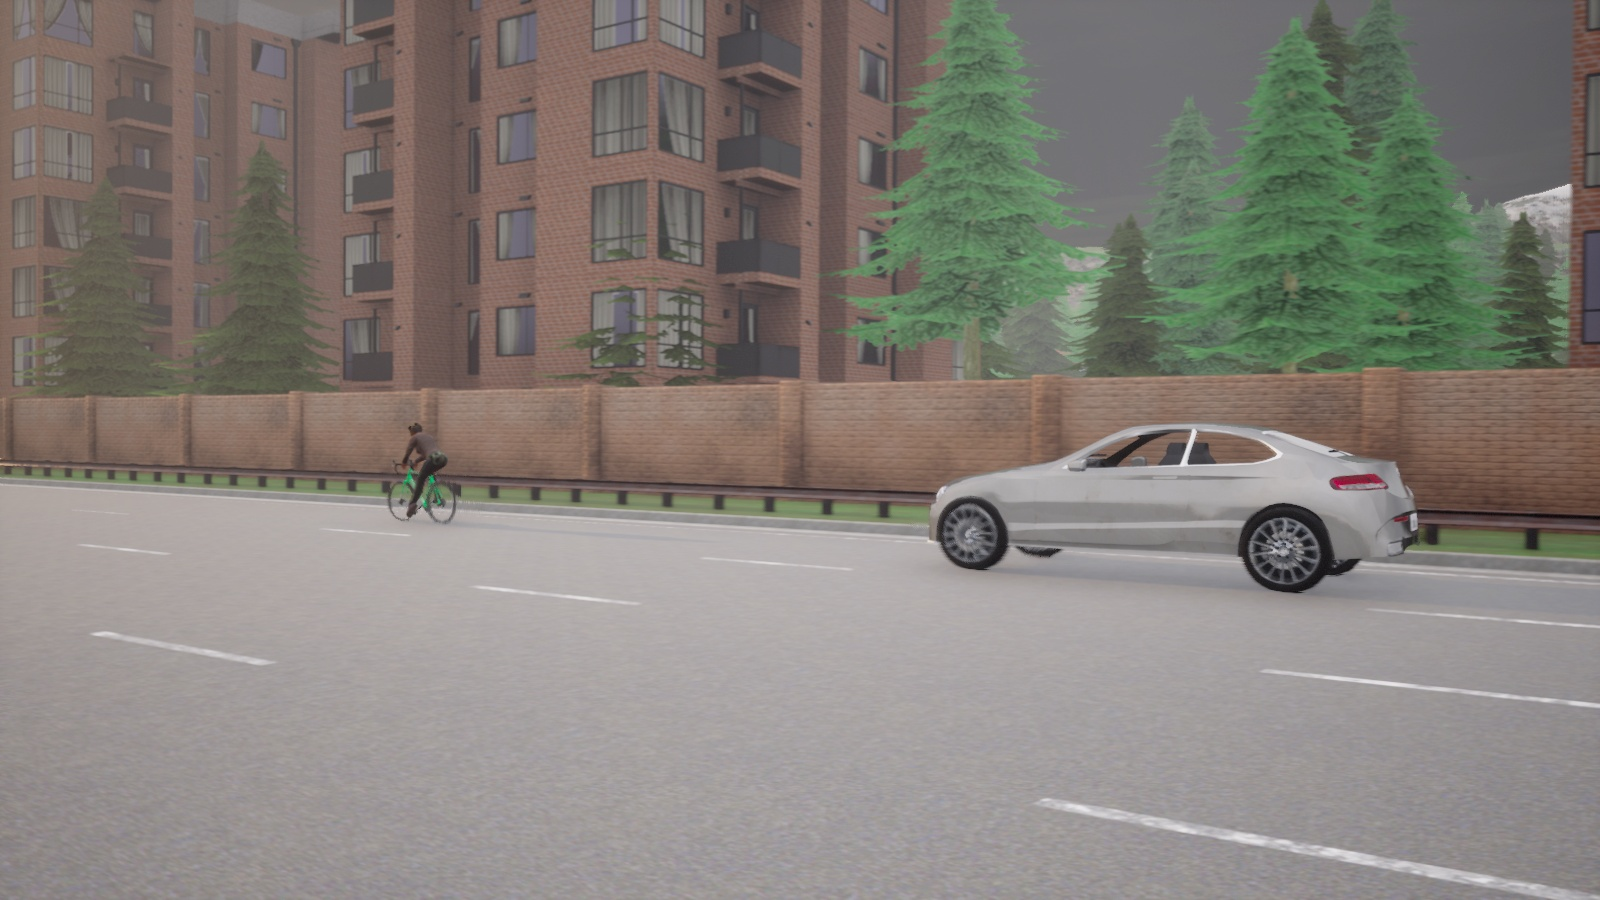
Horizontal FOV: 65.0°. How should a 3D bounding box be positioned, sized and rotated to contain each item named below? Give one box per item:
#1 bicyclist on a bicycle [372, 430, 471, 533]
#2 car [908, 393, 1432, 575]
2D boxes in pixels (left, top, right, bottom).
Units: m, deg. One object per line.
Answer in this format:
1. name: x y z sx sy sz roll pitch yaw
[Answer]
1. bicyclist on a bicycle: -6.119 0.493 20.294 1.656 1.620 0.582 0 1 34
2. car: 3.913 0.296 13.625 5.027 1.651 2.152 0 1 34
